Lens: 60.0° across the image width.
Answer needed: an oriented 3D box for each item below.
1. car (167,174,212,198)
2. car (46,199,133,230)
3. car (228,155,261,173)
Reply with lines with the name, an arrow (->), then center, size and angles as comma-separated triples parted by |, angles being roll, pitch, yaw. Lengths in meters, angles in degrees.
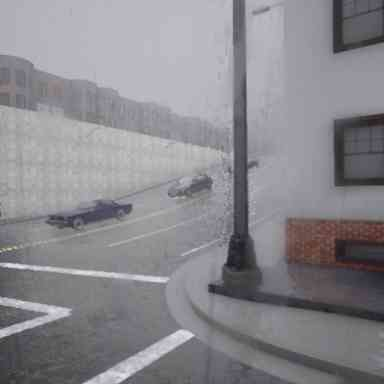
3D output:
car -> -0.084, -0.627, 26.575 | 1.812, 1.442, 4.674 | -1, 13, 35
car -> -5.634, 1.153, 18.659 | 1.895, 1.301, 4.718 | -1, 6, 35
car -> 5.476, -3.000, 34.487 | 2.128, 1.511, 4.902 | 0, 13, 35
